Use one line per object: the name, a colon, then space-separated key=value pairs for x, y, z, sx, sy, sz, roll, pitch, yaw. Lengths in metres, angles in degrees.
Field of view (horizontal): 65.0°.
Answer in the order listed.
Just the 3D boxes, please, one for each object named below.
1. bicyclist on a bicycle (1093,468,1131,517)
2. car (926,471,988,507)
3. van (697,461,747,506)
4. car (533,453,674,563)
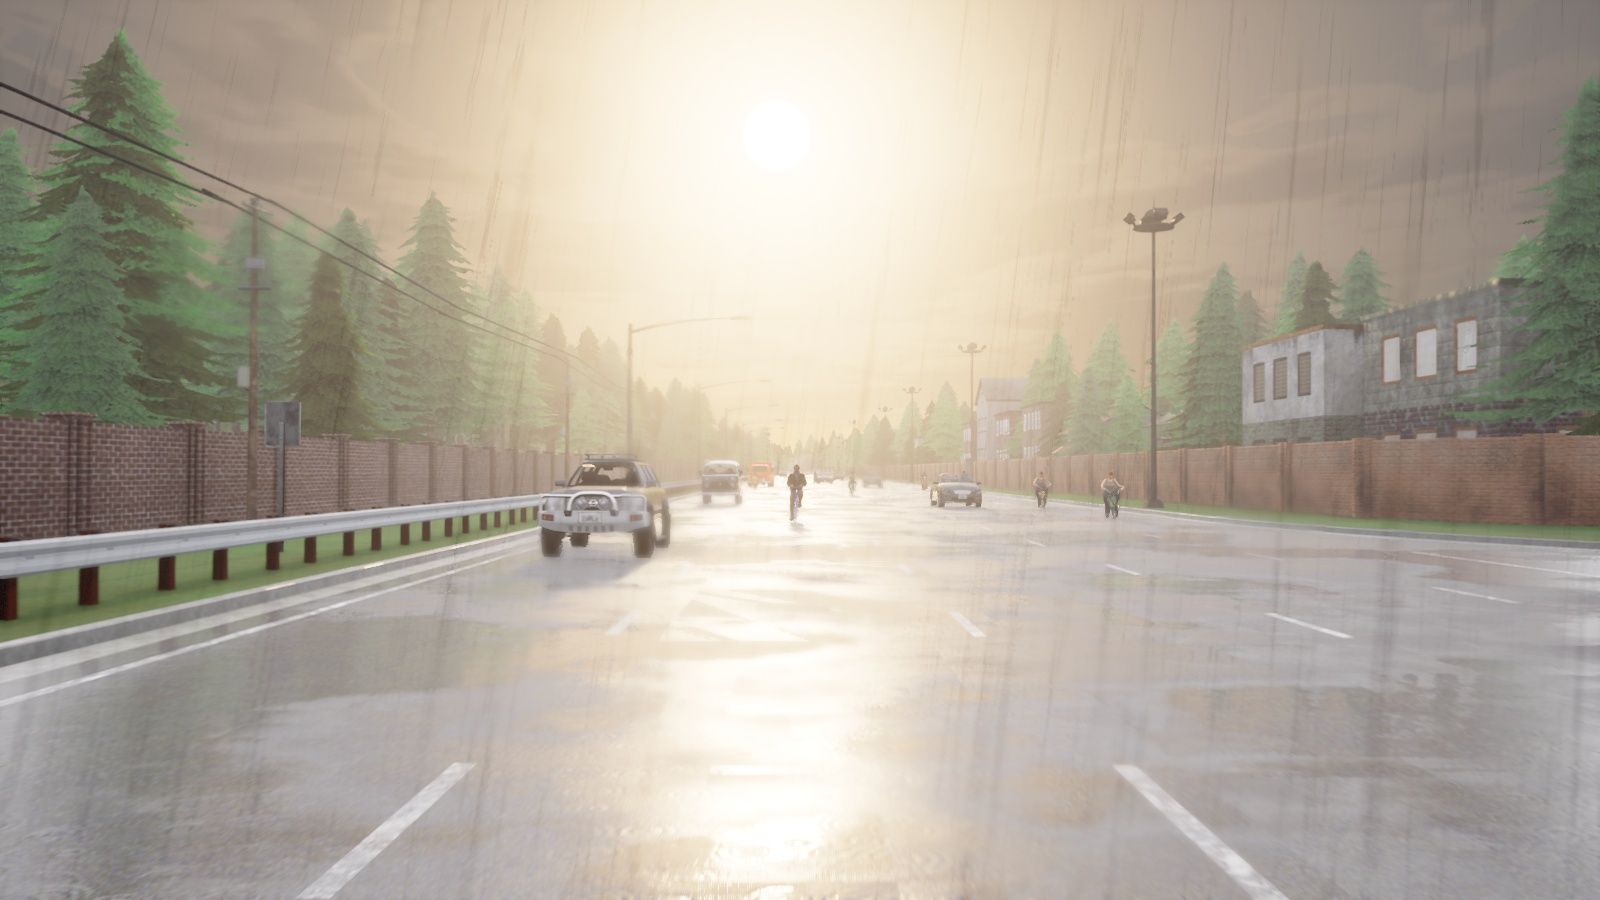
bicyclist on a bicycle: x=10.430 y=1.412 z=41.988 sx=0.866 sy=1.612 sz=1.509 roll=0 pitch=-1 yaw=-1
car: x=6.863 y=1.670 z=55.375 sx=2.128 sy=1.511 sz=4.902 roll=0 pitch=-1 yaw=0
van: x=-3.648 y=1.549 z=59.548 sx=2.069 sy=2.038 sz=4.480 roll=0 pitch=-1 yaw=0
car: x=-3.559 y=1.043 z=23.601 sx=1.932 sy=1.855 sz=4.605 roll=0 pitch=-2 yaw=0
